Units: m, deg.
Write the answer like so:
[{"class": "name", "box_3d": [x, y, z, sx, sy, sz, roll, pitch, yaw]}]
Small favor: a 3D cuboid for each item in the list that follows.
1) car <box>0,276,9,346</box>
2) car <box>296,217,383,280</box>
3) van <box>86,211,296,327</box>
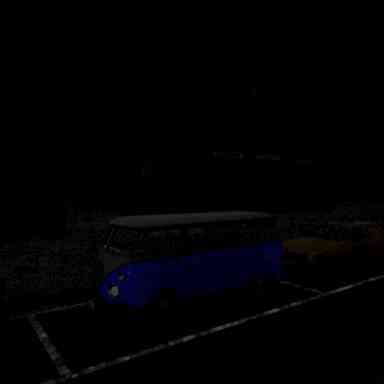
[{"class": "car", "box_3d": [-4.382, 1.580, 3.530, 4.313, 1.339, 1.947, -1, 0, -35]}, {"class": "car", "box_3d": [4.347, 1.446, 9.728, 4.829, 1.417, 1.752, -1, 0, -35]}, {"class": "van", "box_3d": [0.050, 1.308, 6.677, 3.998, 1.788, 1.690, -1, 0, -35]}]
